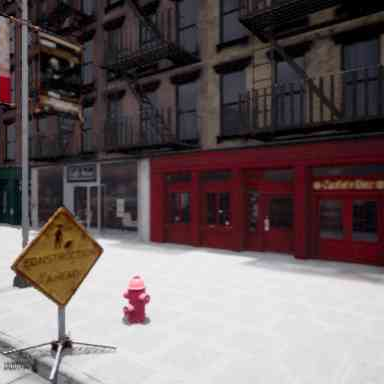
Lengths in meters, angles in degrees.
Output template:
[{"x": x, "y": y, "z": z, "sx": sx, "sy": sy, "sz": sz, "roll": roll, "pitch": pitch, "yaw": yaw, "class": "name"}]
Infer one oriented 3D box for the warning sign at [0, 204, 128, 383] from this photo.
[{"x": -1.672, "y": 1.115, "z": 4.259, "sx": 1.060, "sy": 1.860, "sz": 1.300, "roll": 0, "pitch": 0, "yaw": 35, "class": "warning sign"}]
